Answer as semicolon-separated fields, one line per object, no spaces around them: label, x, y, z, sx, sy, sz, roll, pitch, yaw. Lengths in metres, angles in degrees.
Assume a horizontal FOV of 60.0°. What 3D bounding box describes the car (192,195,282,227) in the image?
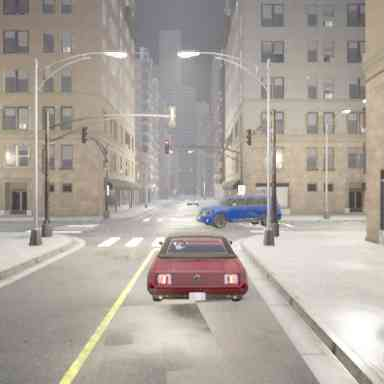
car;3.119;1.243;21.831;5.566;2.045;2.150;-1;0;-15

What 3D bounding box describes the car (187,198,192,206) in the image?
car;0.176;1.681;57.290;1.895;1.301;4.718;0;0;0

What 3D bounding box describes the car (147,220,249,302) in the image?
car;0.094;1.614;8.266;1.895;1.301;4.718;0;0;0
